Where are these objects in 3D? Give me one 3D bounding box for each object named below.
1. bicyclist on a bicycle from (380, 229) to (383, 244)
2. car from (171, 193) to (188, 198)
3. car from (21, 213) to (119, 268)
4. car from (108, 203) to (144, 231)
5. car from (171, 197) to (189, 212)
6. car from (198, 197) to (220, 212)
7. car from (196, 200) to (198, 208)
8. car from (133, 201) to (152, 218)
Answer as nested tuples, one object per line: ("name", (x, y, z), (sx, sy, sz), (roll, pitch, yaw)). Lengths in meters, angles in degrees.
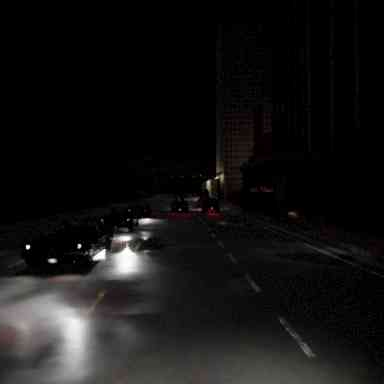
("bicyclist on a bicycle", (7.928, 1.220, 12.638), (1.656, 1.620, 0.582), (-1, 0, -2))
("car", (-1.806, 1.213, 48.117), (2.150, 2.045, 5.566), (-1, 0, -2))
("car", (-4.020, 1.633, 11.604), (1.895, 1.301, 4.718), (-1, 0, -2))
("car", (-4.386, 1.631, 20.725), (1.895, 1.301, 4.718), (-1, 0, -2))
("car", (-1.382, 1.592, 37.959), (1.895, 1.301, 4.718), (-1, 0, -2))
("car", (2.072, 1.465, 38.054), (1.837, 1.490, 4.892), (-1, 0, -2))
("car", (1.620, 1.483, 48.024), (1.812, 1.442, 4.674), (-1, 0, -2))
("car", (-4.769, 1.553, 30.698), (1.812, 1.442, 4.674), (-1, 0, -2))
